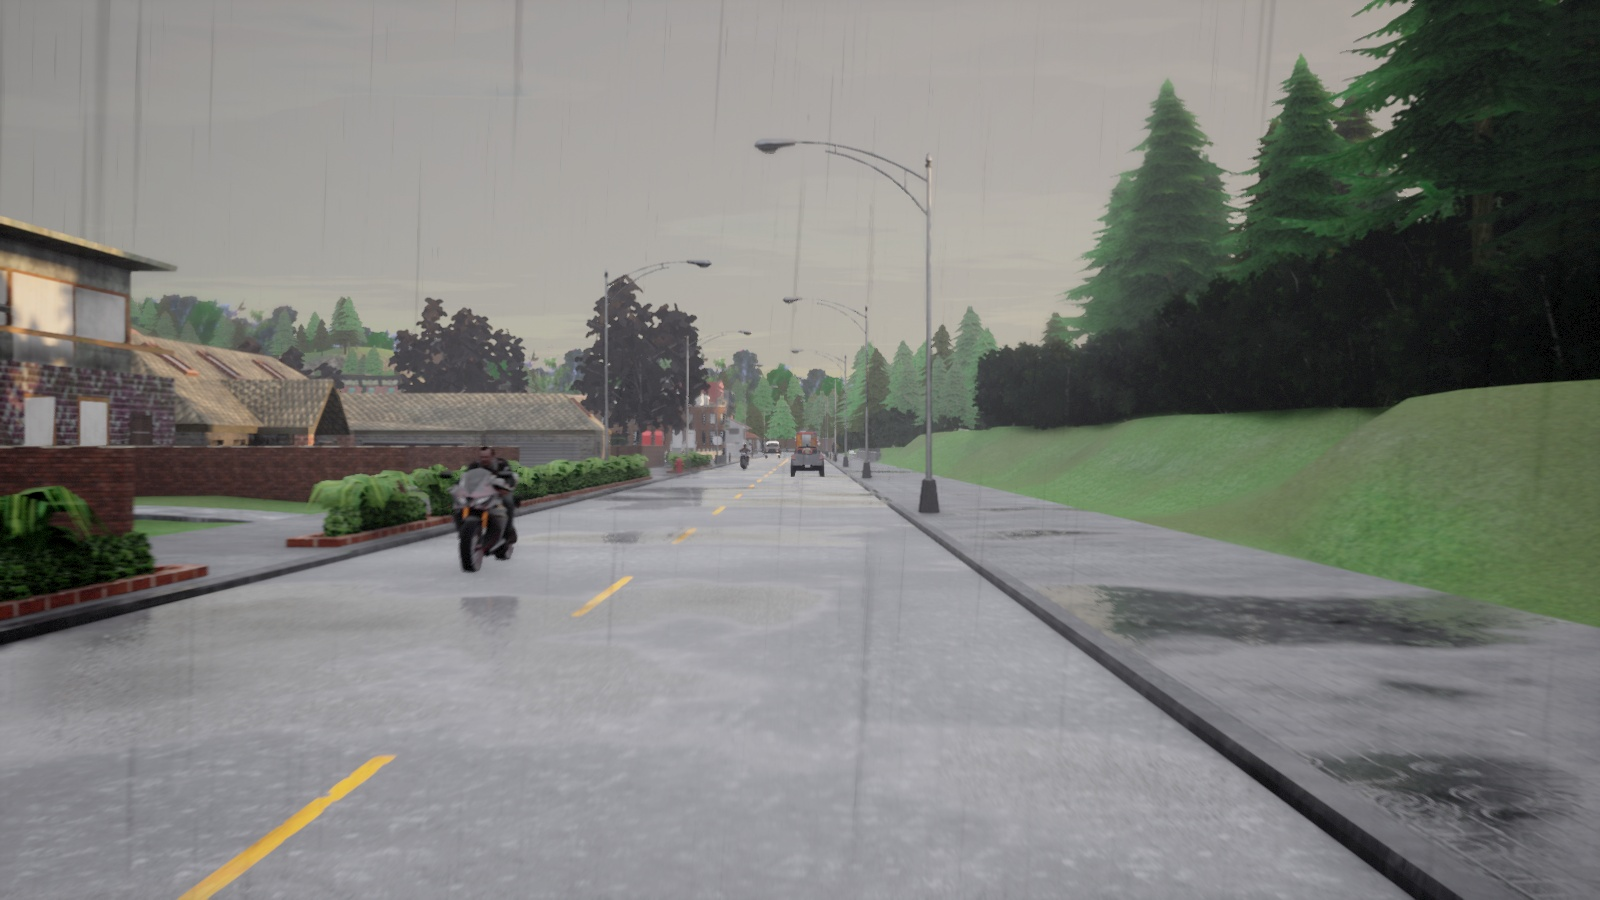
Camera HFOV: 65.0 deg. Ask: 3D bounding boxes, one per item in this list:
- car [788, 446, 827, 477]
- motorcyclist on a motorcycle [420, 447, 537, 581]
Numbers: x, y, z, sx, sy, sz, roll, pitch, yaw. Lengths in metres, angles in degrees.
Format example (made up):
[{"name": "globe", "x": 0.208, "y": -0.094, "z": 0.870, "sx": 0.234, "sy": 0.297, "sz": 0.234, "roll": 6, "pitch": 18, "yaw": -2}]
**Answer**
[{"name": "car", "x": 0.359, "y": 0.542, "z": 61.633, "sx": 1.845, "sy": 1.501, "sz": 3.633, "roll": 0, "pitch": 0, "yaw": 0}, {"name": "motorcyclist on a motorcycle", "x": -3.896, "y": 0.724, "z": 15.409, "sx": 0.866, "sy": 1.530, "sz": 2.191, "roll": 0, "pitch": 0, "yaw": 0}]
